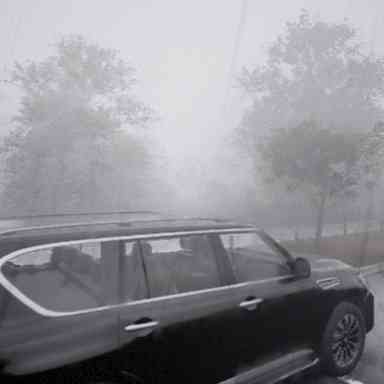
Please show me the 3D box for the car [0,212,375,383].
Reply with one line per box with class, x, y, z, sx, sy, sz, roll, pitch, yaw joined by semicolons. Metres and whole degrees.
car;-0.115;1.267;3.974;5.566;2.045;2.435;0;0;-35
